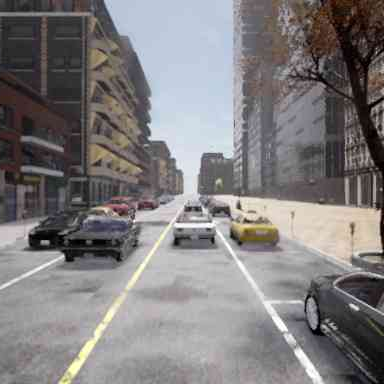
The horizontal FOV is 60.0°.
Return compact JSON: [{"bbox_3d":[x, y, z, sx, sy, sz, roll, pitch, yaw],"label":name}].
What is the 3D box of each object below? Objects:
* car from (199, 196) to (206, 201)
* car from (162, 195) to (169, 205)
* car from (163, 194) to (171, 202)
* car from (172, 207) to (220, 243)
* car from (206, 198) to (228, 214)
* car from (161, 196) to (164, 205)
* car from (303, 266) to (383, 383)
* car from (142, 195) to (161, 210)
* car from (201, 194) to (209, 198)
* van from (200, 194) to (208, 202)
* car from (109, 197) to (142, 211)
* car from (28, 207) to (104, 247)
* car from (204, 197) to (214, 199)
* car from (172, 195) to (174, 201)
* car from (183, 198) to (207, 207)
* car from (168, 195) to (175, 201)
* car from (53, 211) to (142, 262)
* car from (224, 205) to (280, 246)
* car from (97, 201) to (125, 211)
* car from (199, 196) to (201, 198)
[{"bbox_3d":[2.700,1.661,87.451,1.802,1.307,4.206,1,0,0],"label":"car"},{"bbox_3d":[-5.680,1.616,59.604,1.947,1.339,4.313,1,0,0],"label":"car"},{"bbox_3d":[-5.680,1.607,65.174,2.008,1.369,4.403,1,0,0],"label":"car"},{"bbox_3d":[0.100,1.612,16.122,1.895,1.301,4.718,0,0,0],"label":"car"},{"bbox_3d":[2.701,1.574,31.756,2.008,1.369,4.403,1,0,0],"label":"car"},{"bbox_3d":[-5.680,1.584,48.465,1.887,1.381,4.507,1,0,0],"label":"car"},{"bbox_3d":[2.701,1.553,3.907,2.008,1.369,4.403,1,0,0],"label":"car"},{"bbox_3d":[-5.676,1.349,42.895,2.192,1.841,5.009,1,0,0],"label":"car"},{"bbox_3d":[2.702,1.479,48.464,1.967,1.590,4.097,1,0,0],"label":"car"},{"bbox_3d":[2.704,1.408,76.313,1.690,1.788,3.998,1,0,0],"label":"van"},{"bbox_3d":[-5.675,1.335,26.187,2.192,1.841,5.009,1,0,0],"label":"car"},{"bbox_3d":[-5.680,1.577,15.048,1.947,1.339,4.313,1,0,0],"label":"car"},{"bbox_3d":[2.701,1.579,37.324,2.008,1.369,4.403,1,0,0],"label":"car"},{"bbox_3d":[-5.679,1.593,76.144,1.752,1.417,4.829,1,0,0],"label":"car"},{"bbox_3d":[0.100,1.573,33.251,2.033,1.411,5.357,0,0,0],"label":"car"},{"bbox_3d":[-5.680,1.611,92.853,1.752,1.417,4.829,1,0,0],"label":"car"},{"bbox_3d":[-3.102,1.609,12.246,1.895,1.301,4.718,0,0,0],"label":"car"},{"bbox_3d":[2.701,1.536,15.217,1.752,1.417,4.829,1,0,0],"label":"car"},{"bbox_3d":[-5.679,1.540,20.447,1.752,1.417,4.829,1,0,0],"label":"car"},{"bbox_3d":[2.702,1.489,59.604,1.967,1.590,4.097,1,0,0],"label":"car"}]
